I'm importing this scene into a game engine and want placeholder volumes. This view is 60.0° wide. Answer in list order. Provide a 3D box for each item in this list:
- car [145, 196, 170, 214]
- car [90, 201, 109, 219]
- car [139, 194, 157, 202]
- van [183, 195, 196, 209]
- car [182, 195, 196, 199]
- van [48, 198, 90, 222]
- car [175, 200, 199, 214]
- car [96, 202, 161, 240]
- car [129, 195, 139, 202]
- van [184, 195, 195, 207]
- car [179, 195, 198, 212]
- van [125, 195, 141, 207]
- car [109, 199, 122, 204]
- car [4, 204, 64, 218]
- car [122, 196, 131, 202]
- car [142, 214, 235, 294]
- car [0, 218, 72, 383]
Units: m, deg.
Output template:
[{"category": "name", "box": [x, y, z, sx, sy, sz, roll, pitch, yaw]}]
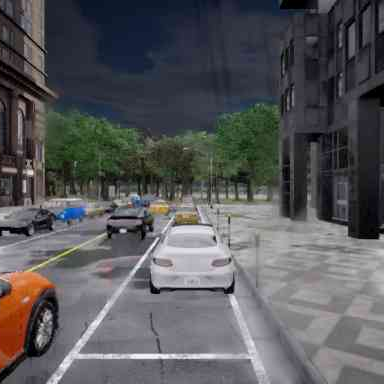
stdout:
[{"category": "car", "box": [-3.147, 1.461, 32.853, 1.801, 1.575, 5.366, 0, 0, 0]}, {"category": "car", "box": [-8.909, 1.530, 28.841, 1.752, 1.417, 4.829, 0, 0, 0]}, {"category": "car", "box": [-6.145, 1.314, 48.116, 2.150, 2.045, 5.566, 0, 0, 0]}, {"category": "van", "box": [-0.384, 1.353, 45.324, 1.690, 1.788, 3.998, 0, 0, 0]}, {"category": "car", "box": [-0.384, 1.447, 34.448, 1.967, 1.590, 4.097, 0, 0, 0]}, {"category": "van", "box": [-8.909, 1.344, 23.573, 1.690, 1.788, 3.998, 0, 0, 0]}, {"category": "car", "box": [-0.384, 1.528, 23.743, 1.752, 1.417, 4.829, 0, 0, 0]}, {"category": "car", "box": [-3.045, 1.493, 17.117, 2.128, 1.511, 4.902, 0, 0, 0]}, {"category": "car", "box": [-8.910, 1.452, 45.324, 1.967, 1.590, 4.097, 0, 0, 0]}, {"category": "van", "box": [-0.384, 1.356, 50.761, 1.690, 1.788, 3.998, 0, 0, 0]}, {"category": "car", "box": [-0.384, 1.324, 39.886, 2.192, 1.841, 5.009, 0, 0, 0]}, {"category": "van", "box": [-8.910, 1.356, 50.762, 1.690, 1.788, 3.998, 0, 0, 0]}, {"category": "car", "box": [-8.909, 1.572, 34.448, 1.947, 1.339, 4.313, 0, 0, 0]}, {"category": "car", "box": [-8.909, 1.567, 18.136, 1.947, 1.339, 4.313, 0, 0, 0]}, {"category": "car", "box": [-8.909, 1.534, 39.716, 1.752, 1.417, 4.829, 0, 0, 0]}, {"category": "car", "box": [0.003, 1.526, 8.650, 1.812, 1.442, 4.674, 0, 0, 0]}, {"category": "car", "box": [-3.047, 1.351, 3.160, 2.097, 1.767, 4.553, 0, 0, 0]}]
